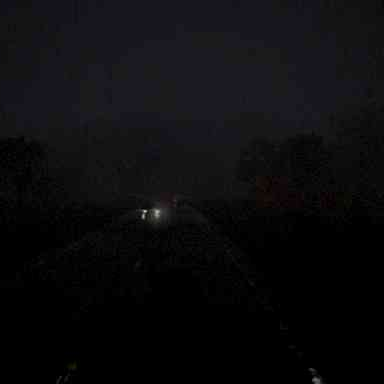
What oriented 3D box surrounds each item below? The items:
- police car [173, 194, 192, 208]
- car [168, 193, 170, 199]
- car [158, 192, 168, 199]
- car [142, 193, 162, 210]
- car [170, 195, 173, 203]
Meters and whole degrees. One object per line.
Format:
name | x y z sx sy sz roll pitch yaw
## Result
police car | -1.053 1.138 42.460 1.930 1.638 5.238 0 0 -5
car | -2.728 1.115 58.339 1.837 1.490 4.892 0 0 -7
car | -6.099 0.838 76.284 1.882 1.535 5.008 0 0 -9
car | -4.812 1.216 39.198 1.882 1.535 5.008 0 0 -5
car | -2.035 1.175 52.350 1.812 1.442 4.674 0 0 -6
